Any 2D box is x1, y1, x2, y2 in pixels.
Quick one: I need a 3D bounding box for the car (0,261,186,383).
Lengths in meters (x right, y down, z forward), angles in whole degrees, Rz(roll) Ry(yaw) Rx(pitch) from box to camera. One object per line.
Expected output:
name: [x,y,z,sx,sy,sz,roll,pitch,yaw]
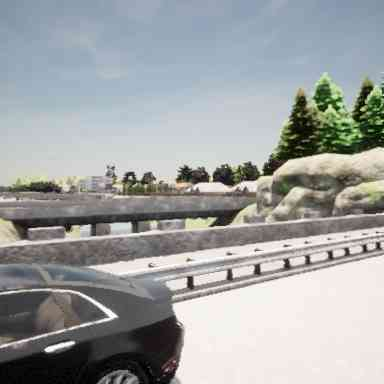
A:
car: [-2.351,1.506,2.929,4.892,1.490,1.837,0,0,-36]
